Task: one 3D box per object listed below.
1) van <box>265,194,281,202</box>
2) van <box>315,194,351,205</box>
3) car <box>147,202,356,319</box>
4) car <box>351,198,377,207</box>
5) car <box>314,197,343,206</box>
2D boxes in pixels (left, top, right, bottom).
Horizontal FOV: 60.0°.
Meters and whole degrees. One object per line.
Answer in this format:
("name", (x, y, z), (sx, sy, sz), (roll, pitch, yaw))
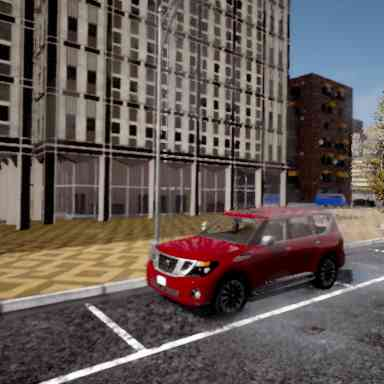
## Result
("van", (15.860, 1.284, 63.909), (1.690, 1.788, 3.998), (1, -1, -36))
("van", (18.893, 1.178, 45.297), (1.690, 1.788, 3.998), (1, -1, -36))
("car", (1.491, 1.313, 7.603), (5.009, 1.841, 2.192), (0, 1, -35))
("car", (25.698, 1.555, 50.177), (1.947, 1.339, 4.313), (1, -1, -36))
("car", (22.417, 1.556, 54.753), (1.802, 1.307, 4.206), (1, -1, -36))
